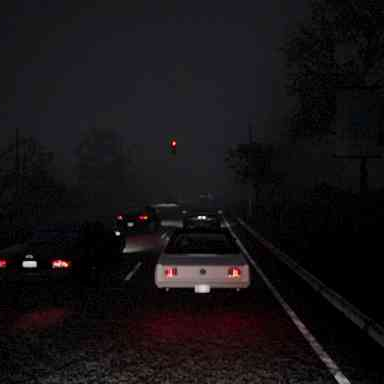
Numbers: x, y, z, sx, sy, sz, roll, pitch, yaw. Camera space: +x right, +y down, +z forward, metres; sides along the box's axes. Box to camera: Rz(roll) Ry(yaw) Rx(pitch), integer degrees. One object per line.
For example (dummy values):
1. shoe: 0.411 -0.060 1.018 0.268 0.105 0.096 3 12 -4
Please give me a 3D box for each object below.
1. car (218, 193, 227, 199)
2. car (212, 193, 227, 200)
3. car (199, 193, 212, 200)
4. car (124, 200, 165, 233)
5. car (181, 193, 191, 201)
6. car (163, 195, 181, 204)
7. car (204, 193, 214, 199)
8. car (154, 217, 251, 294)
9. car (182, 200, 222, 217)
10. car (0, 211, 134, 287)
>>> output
1. car: 8.050 0.947 86.584 1.882 1.535 5.008 0 0 11
2. car: 6.378 1.193 76.881 1.994 1.385 4.181 0 0 10
3. car: 2.782 1.165 76.574 2.128 1.511 4.902 0 0 10
4. car: -2.923 1.438 18.950 1.812 1.442 4.674 0 0 4
5. car: -1.518 1.024 71.687 2.097 1.767 4.553 0 0 8
6. car: -3.608 1.340 56.381 1.895 1.301 4.718 0 0 7
7. car: 4.529 0.927 86.792 1.882 1.535 5.008 0 0 11
8. car: 0.240 1.561 8.608 1.895 1.301 4.718 0 0 1
9. car: 0.537 1.422 17.833 1.837 1.490 4.892 0 0 2
10. car: -3.251 1.503 9.268 2.033 1.411 5.357 0 0 1
